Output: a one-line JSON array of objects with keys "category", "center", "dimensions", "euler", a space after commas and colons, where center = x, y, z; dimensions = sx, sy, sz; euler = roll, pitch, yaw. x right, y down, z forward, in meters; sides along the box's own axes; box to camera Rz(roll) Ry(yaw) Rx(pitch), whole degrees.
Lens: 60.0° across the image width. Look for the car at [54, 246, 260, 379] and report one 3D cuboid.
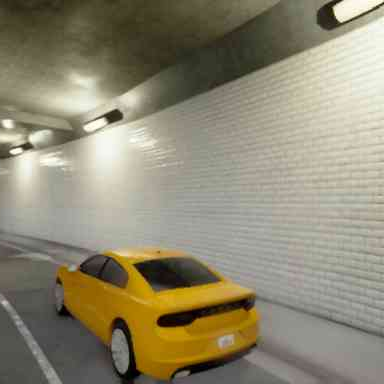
[{"category": "car", "center": [-1.045, 1.742, 6.097], "dimensions": [1.882, 1.535, 5.008], "euler": [3, -3, -36]}]
